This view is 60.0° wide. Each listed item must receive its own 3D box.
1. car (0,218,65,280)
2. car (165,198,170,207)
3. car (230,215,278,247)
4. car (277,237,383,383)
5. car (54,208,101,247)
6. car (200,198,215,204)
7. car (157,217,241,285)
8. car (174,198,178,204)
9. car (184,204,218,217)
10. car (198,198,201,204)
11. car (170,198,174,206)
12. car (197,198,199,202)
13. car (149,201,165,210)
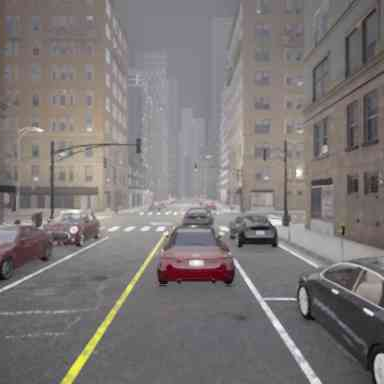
[{"bbox_3d":[-5.698,1.699,10.224,1.802,1.307,4.206,0,-1,0],"label":"car"},{"bbox_3d":[-5.805,2.327,63.642,2.008,1.369,4.403,0,-1,0],"label":"car"},{"bbox_3d":[2.811,1.746,15.751,1.947,1.339,4.313,0,-1,0],"label":"car"},{"bbox_3d":[2.844,1.606,4.749,2.008,1.369,4.403,0,-1,0],"label":"car"},{"bbox_3d":[-5.714,1.620,15.727,1.967,1.590,4.097,0,-1,0],"label":"car"},{"bbox_3d":[2.732,2.074,52.840,1.967,1.590,4.097,0,-1,0],"label":"car"},{"bbox_3d":[0.064,1.677,9.881,1.994,1.385,4.181,0,-1,-1],"label":"car"},{"bbox_3d":[-5.840,2.482,90.685,2.192,1.841,5.009,0,-1,0],"label":"car"},{"bbox_3d":[0.514,1.746,21.127,1.837,1.490,4.892,0,-1,6],"label":"car"},{"bbox_3d":[2.720,2.327,63.655,2.008,1.369,4.403,0,-1,0],"label":"car"},{"bbox_3d":[-5.825,2.527,79.696,1.752,1.417,4.829,0,-1,0],"label":"car"},{"bbox_3d":[2.706,2.366,74.474,1.967,1.590,4.097,0,-1,0],"label":"car"},{"bbox_3d":[-5.792,2.216,52.825,1.802,1.307,4.206,0,-1,0],"label":"car"}]
